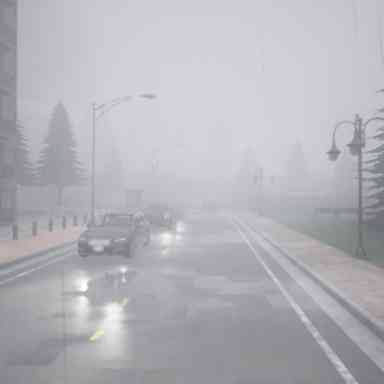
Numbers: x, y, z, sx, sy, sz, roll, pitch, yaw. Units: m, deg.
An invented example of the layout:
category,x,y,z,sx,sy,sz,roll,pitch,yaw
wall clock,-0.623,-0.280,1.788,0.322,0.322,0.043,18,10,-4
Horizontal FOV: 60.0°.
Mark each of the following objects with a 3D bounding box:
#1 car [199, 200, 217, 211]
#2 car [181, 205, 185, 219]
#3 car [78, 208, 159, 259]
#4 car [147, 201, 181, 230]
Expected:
category,x,y,z,sx,sy,sz,roll,pitch,yaw
car,2.169,1.858,45.940,2.128,1.511,4.902,0,-1,-8
car,-1.740,1.845,31.369,1.895,1.301,4.718,0,0,4
car,-2.882,1.594,13.213,2.128,1.511,4.902,0,-1,3
car,-2.242,1.528,22.750,2.097,1.767,4.553,0,0,4
